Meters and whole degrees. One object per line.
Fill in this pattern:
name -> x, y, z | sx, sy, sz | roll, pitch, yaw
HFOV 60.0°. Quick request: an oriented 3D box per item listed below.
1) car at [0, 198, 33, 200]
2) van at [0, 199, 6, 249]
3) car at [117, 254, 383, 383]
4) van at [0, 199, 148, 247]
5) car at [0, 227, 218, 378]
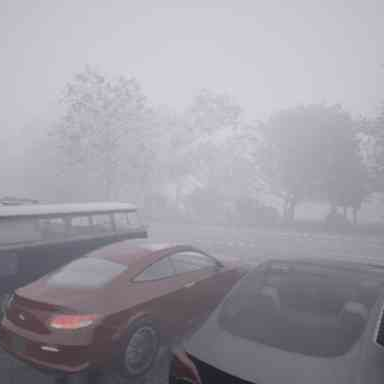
car -> -7.368, 1.216, 10.365 | 2.435, 2.045, 5.566 | -1, -1, 35
van -> -9.544, 1.279, 12.094 | 1.878, 1.987, 4.442 | -1, -1, 35
car -> 1.695, 1.508, 3.974 | 2.163, 1.488, 4.792 | 0, 0, 35
van -> -2.776, 1.239, 7.269 | 1.878, 1.987, 4.442 | 0, 0, 35
car -> -0.586, 1.512, 5.560 | 2.002, 1.452, 4.674 | 0, 0, 35
